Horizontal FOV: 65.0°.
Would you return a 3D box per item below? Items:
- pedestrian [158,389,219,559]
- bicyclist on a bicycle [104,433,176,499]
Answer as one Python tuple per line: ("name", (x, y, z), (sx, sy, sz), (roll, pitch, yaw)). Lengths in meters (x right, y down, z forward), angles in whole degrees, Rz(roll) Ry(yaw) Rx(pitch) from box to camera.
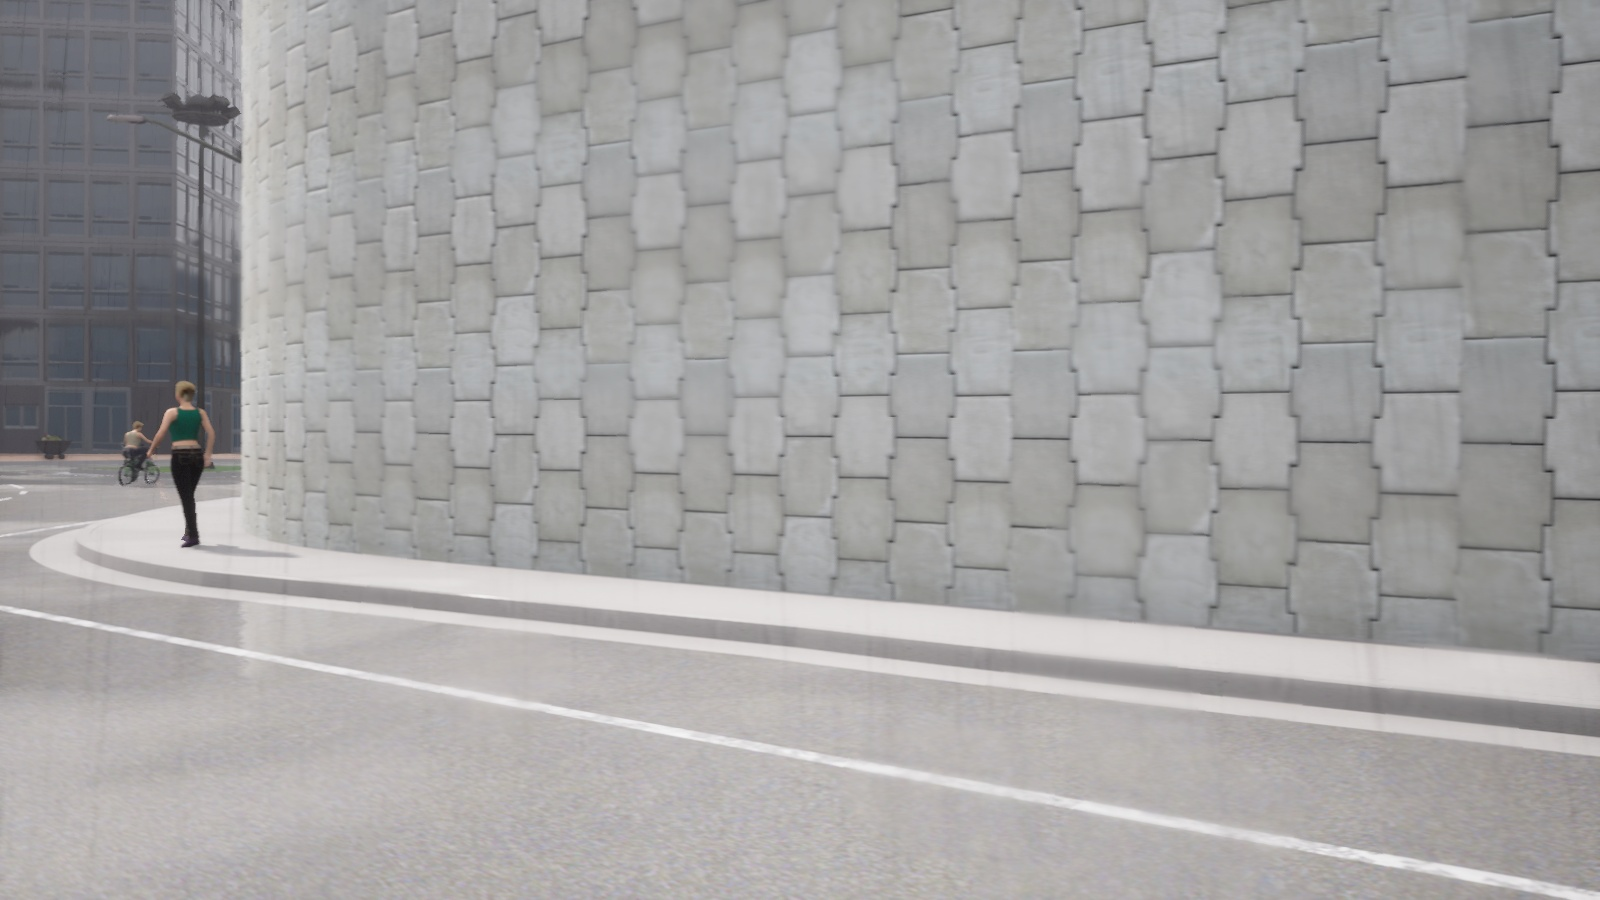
("pedestrian", (-6.769, 0.258, 13.901), (0.594, 1.836, 0.345), (0, 1, 37))
("bicyclist on a bicycle", (-16.567, 0.388, 31.577), (0.866, 1.612, 1.509), (0, 1, 9))
